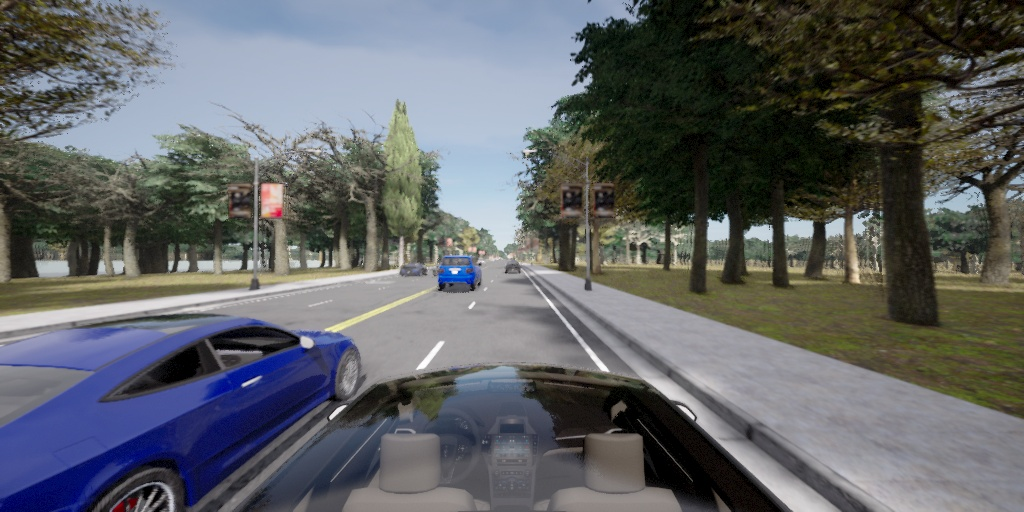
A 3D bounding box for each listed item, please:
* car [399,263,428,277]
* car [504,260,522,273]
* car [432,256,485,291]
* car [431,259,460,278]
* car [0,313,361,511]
[{"bbox_3d":[-9.829,1.376,36.096,1.994,1.385,4.181,0,0,0],"label":"car"},{"bbox_3d":[0.111,1.348,45.076,1.837,1.490,4.892,0,0,0],"label":"car"},{"bbox_3d":[-3.147,0.997,22.397,2.150,2.045,5.566,0,0,0],"label":"car"},{"bbox_3d":[-6.581,1.164,36.014,2.097,1.767,4.553,0,0,0],"label":"car"},{"bbox_3d":[-3.151,1.277,3.425,1.812,1.442,4.674,0,0,0],"label":"car"}]
